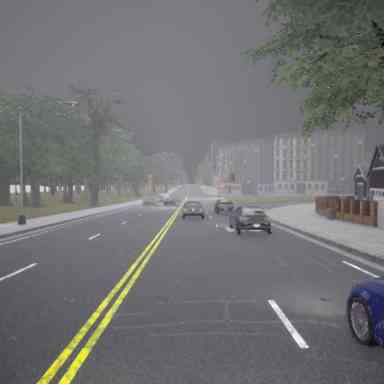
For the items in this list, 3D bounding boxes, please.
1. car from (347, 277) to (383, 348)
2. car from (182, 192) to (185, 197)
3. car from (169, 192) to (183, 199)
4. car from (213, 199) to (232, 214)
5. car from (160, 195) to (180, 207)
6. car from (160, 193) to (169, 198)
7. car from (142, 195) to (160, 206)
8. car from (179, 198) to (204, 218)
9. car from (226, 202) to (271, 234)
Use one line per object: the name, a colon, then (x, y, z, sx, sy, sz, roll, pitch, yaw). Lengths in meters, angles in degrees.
car: (3.350, 1.523, 3.335, 1.812, 1.442, 4.674, 0, 0, 0)
car: (-3.235, 1.228, 82.649, 1.837, 1.490, 4.892, 0, 1, 0)
car: (-3.250, 1.375, 67.206, 1.837, 1.490, 4.892, 0, 1, 0)
car: (3.358, 1.458, 35.198, 2.128, 1.511, 4.902, 0, 0, 0)
car: (-3.335, 1.545, 50.749, 1.895, 1.301, 4.718, 0, 0, 0)
car: (-6.500, 1.373, 67.398, 2.128, 1.511, 4.902, 0, 0, 0)
car: (-6.579, 1.448, 51.900, 1.837, 1.490, 4.892, 0, 0, 0)
car: (0.108, 1.521, 29.278, 2.033, 1.411, 5.357, 0, 0, 0)
car: (3.253, 1.511, 19.027, 1.812, 1.442, 4.674, 0, 0, 0)
